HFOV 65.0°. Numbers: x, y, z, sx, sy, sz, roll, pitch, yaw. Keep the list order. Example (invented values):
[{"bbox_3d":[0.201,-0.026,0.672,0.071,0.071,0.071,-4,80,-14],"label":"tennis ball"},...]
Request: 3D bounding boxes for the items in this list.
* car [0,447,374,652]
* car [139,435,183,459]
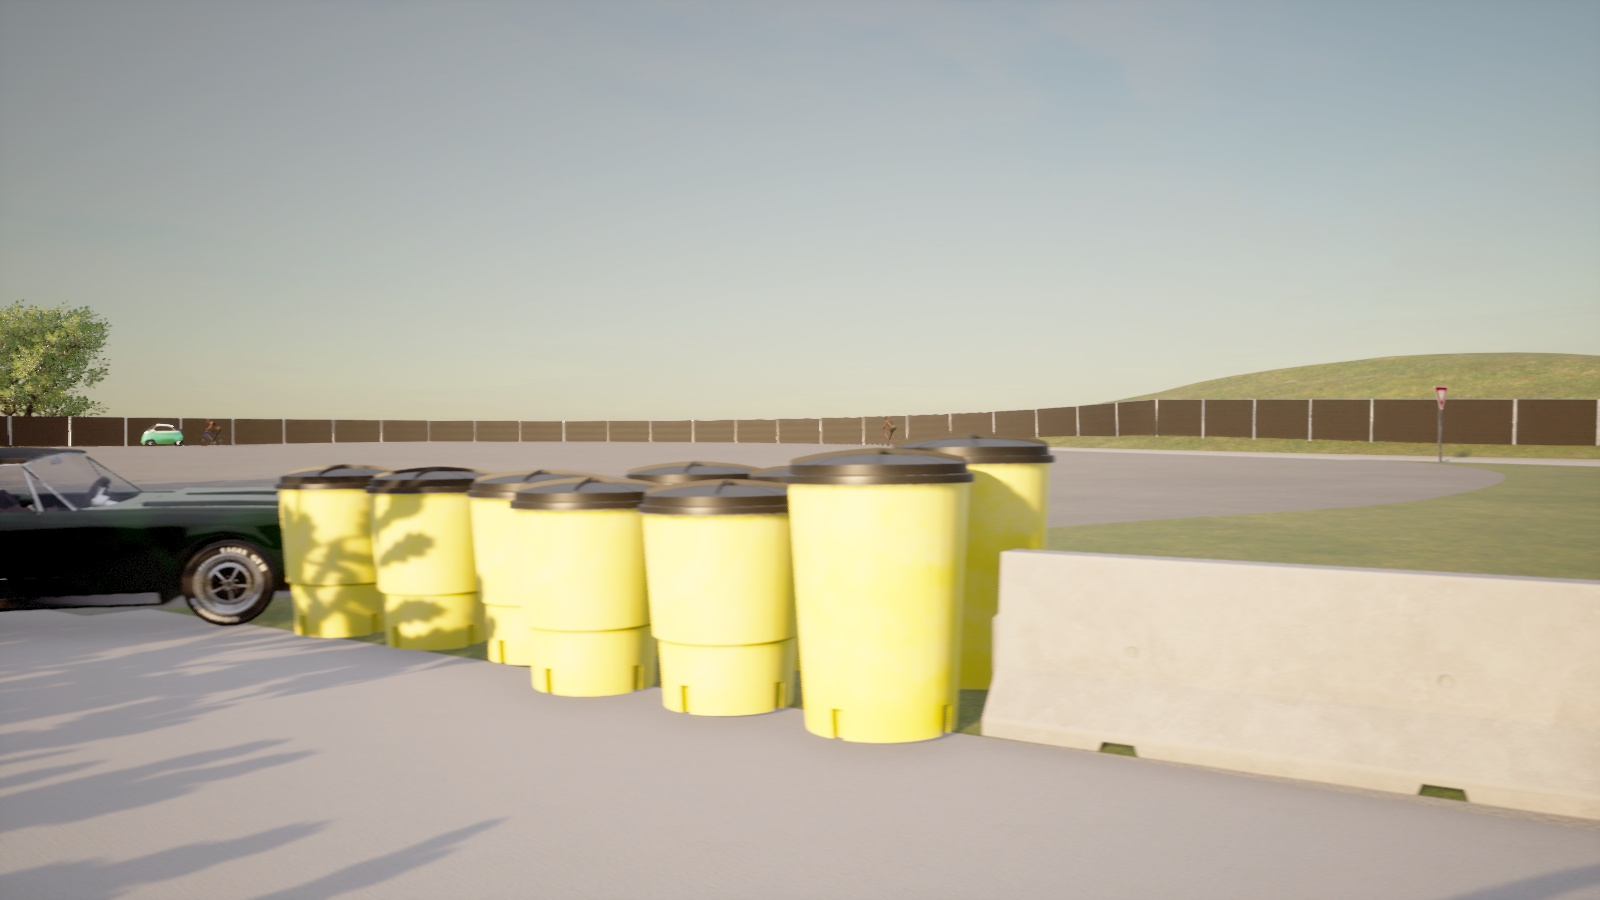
[{"bbox_3d":[-5.936,0.741,9.834,4.718,1.301,1.895,-2,3,-13],"label":"car"},{"bbox_3d":[-38.249,-0.179,75.206,2.207,1.376,1.481,-2,1,-32],"label":"car"}]
